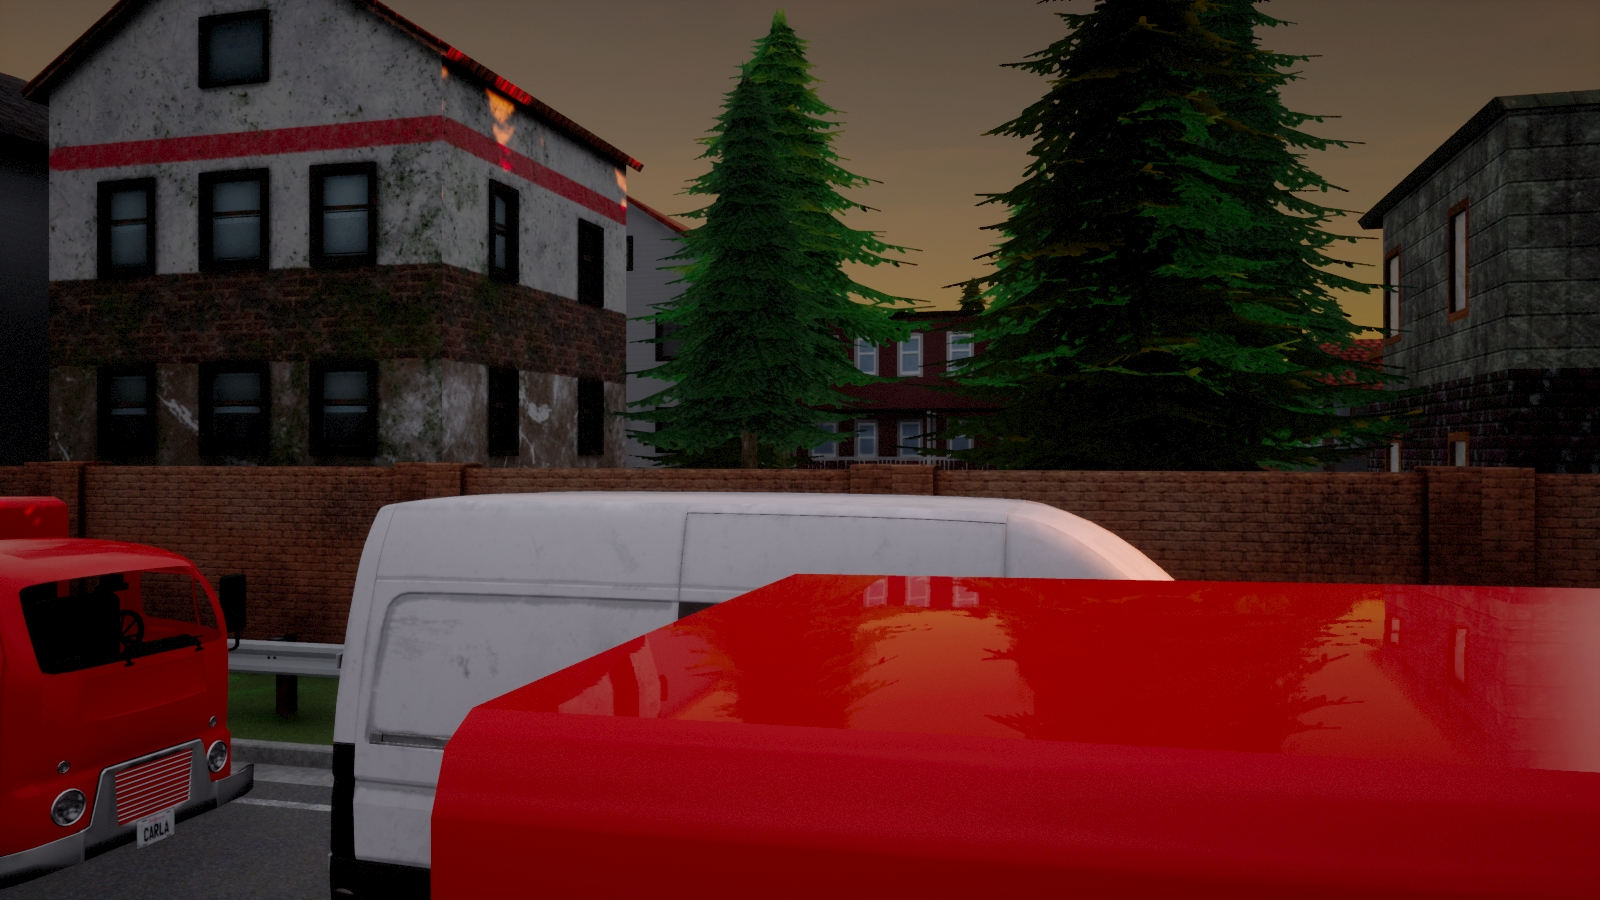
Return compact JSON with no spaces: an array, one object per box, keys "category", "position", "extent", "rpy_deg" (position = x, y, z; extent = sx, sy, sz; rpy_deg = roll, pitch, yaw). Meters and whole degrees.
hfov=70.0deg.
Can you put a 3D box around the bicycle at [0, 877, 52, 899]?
[{"category":"bicycle","position":[-3.101,2.056,3.494],"extent":[1.643,1.496,0.373],"rpy_deg":[0,0,16]}]

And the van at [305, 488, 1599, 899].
[{"category":"van","position":[0.608,1.535,6.000],"extent":[5.915,2.561,1.988],"rpy_deg":[0,0,15]}]

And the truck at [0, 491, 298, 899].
[{"category":"truck","position":[-6.587,1.568,7.895],"extent":[5.204,2.467,2.627],"rpy_deg":[0,0,15]}]

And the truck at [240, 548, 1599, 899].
[{"category":"truck","position":[2.192,1.568,1.959],"extent":[5.204,2.467,2.627],"rpy_deg":[0,0,15]}]
